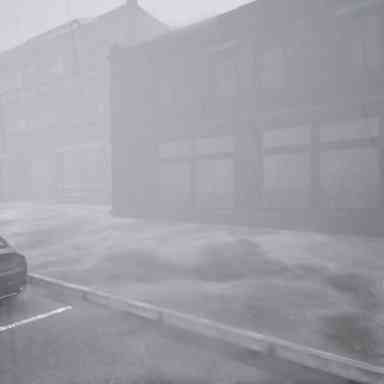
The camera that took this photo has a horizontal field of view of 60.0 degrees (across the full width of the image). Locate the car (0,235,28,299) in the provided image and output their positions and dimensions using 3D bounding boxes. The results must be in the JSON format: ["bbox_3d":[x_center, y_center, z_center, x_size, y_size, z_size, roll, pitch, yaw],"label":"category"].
[{"bbox_3d":[-5.424,1.422,7.068,4.892,1.521,2.231,0,0,35],"label":"car"}]
